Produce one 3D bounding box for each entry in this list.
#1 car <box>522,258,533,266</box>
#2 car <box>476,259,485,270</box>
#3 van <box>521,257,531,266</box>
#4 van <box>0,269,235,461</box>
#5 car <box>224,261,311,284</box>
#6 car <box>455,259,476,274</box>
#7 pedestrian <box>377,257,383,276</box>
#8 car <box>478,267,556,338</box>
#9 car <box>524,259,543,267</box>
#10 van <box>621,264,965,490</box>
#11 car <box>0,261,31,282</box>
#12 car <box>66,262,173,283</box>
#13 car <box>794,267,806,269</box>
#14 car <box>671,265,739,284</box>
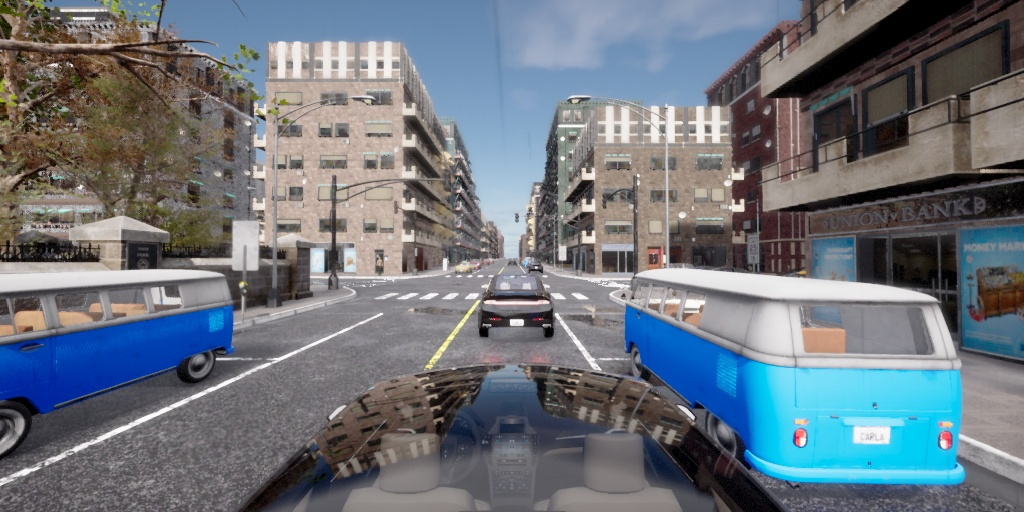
[{"bbox_3d":[2.742,1.317,48.098,2.007,1.370,4.403,0,0,0],"label":"car"},{"bbox_3d":[-5.632,1.209,53.750,1.967,1.591,4.097,0,0,0],"label":"car"},{"bbox_3d":[2.755,1.112,59.383,1.690,1.789,3.998,0,0,0],"label":"van"},{"bbox_3d":[-5.653,1.092,4.520,1.690,1.789,3.998,0,0,0],"label":"van"},{"bbox_3d":[-17.109,1.148,25.205,4.892,1.490,1.837,0,-1,2],"label":"car"},{"bbox_3d":[-5.644,1.289,42.294,1.751,1.417,4.829,0,0,0],"label":"car"},{"bbox_3d":[-12.503,0.967,33.914,0.375,1.860,0.375,0,-1,1],"label":"pedestrian"},{"bbox_3d":[0.109,1.244,10.242,2.128,1.511,4.902,0,0,0],"label":"car"},{"bbox_3d":[2.736,1.330,42.456,1.948,1.339,4.313,0,0,0],"label":"car"},{"bbox_3d":[2.662,1.091,4.509,1.690,1.789,3.998,0,0,0],"label":"van"},{"bbox_3d":[-38.275,1.077,25.512,5.357,1.411,2.033,0,-1,1],"label":"car"},{"bbox_3d":[-27.609,1.134,25.369,5.357,1.411,2.033,0,-1,1],"label":"car"},{"bbox_3d":[25.040,1.413,27.886,5.008,1.535,1.882,0,-1,1],"label":"car"},{"bbox_3d":[14.983,1.443,28.018,4.181,1.385,1.994,0,-1,1],"label":"car"}]
